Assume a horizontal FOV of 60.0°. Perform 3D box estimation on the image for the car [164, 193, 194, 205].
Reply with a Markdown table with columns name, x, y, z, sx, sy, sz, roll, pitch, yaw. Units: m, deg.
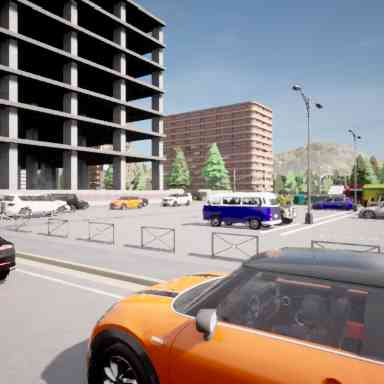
| name | x | y | z | sx | sy | sz | roll | pitch | yaw |
| --- | --- | --- | --- | --- | --- | --- | --- | --- | --- |
| car | -2.185 | 1.166 | 57.103 | 2.150 | 2.045 | 5.566 | 0 | 0 | 36 |

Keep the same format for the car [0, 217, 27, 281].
| name | x | y | z | sx | sy | sz | roll | pitch | yaw |
| --- | --- | --- | --- | --- | --- | --- | --- | --- | --- |
| car | -6.477 | 1.492 | 8.564 | 4.902 | 1.511 | 2.128 | 0 | 0 | 35 |

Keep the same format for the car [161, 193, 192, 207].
| name | x | y | z | sx | sy | sz | roll | pitch | yaw |
| --- | --- | --- | --- | --- | --- | --- | --- | --- | --- |
| car | -2.297 | 1.166 | 50.921 | 2.150 | 2.045 | 5.566 | 0 | 0 | 35 |

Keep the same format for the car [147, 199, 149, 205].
| name | x | y | z | sx | sy | sz | roll | pitch | yaw |
| --- | --- | --- | --- | --- | --- | --- | --- | --- | --- |
| car | -8.390 | 1.436 | 48.379 | 2.128 | 1.511 | 4.902 | 0 | 0 | 35 |

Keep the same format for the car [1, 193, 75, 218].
| name | x | y | z | sx | sy | sz | roll | pitch | yaw |
| --- | --- | --- | --- | --- | --- | --- | --- | --- | --- |
| car | -13.436 | 1.166 | 28.733 | 2.150 | 2.045 | 5.566 | 0 | 0 | 35 |

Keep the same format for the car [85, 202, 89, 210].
| name | x | y | z | sx | sy | sz | roll | pitch | yaw |
| --- | --- | --- | --- | --- | --- | --- | --- | --- | --- |
| car | -14.414 | 1.508 | 39.852 | 1.994 | 1.385 | 4.181 | 0 | 0 | 35 |

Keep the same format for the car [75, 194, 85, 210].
| name | x | y | z | sx | sy | sz | roll | pitch | yaw |
| --- | --- | --- | --- | --- | --- | --- | --- | --- | --- |
| car | -14.250 | 1.166 | 34.009 | 2.150 | 2.045 | 5.566 | 0 | 0 | 35 |

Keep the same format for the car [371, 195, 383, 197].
| name | x | y | z | sx | sy | sz | roll | pitch | yaw |
| --- | --- | --- | --- | --- | --- | --- | --- | --- | --- |
| car | 17.819 | 1.153 | 29.367 | 4.605 | 1.855 | 1.932 | 0 | 0 | 36 |

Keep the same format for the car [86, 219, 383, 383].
| name | x | y | z | sx | sy | sz | roll | pitch | yaw |
| --- | --- | --- | --- | --- | --- | --- | --- | --- | --- |
| car | 1.036 | 1.352 | 3.250 | 4.553 | 1.767 | 2.097 | 0 | 0 | 35 |

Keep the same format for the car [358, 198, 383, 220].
| name | x | y | z | sx | sy | sz | roll | pitch | yaw |
| --- | --- | --- | --- | --- | --- | --- | --- | --- | --- |
| car | 14.613 | 1.395 | 24.802 | 3.806 | 1.475 | 1.970 | 0 | 0 | 36 |

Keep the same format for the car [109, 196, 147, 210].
| name | x | y | z | sx | sy | sz | roll | pitch | yaw |
| --- | --- | --- | --- | --- | --- | --- | --- | --- | --- |
| car | -8.373 | 1.297 | 42.337 | 2.097 | 1.767 | 4.553 | 0 | 0 | 35 |
